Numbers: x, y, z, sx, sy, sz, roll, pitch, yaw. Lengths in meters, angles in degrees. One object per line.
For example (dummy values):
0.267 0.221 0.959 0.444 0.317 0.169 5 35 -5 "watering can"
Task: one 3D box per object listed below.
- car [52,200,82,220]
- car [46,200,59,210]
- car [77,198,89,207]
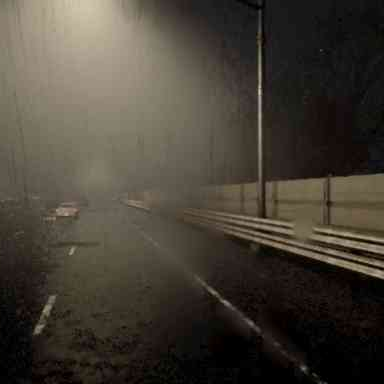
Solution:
-11.519 1.756 31.014 1.812 1.442 4.674 0 -1 -16 "car"
-20.447 1.860 49.564 1.882 1.535 5.008 0 -1 -16 "car"
-19.574 1.817 59.277 2.097 1.767 4.553 0 0 -16 "car"
